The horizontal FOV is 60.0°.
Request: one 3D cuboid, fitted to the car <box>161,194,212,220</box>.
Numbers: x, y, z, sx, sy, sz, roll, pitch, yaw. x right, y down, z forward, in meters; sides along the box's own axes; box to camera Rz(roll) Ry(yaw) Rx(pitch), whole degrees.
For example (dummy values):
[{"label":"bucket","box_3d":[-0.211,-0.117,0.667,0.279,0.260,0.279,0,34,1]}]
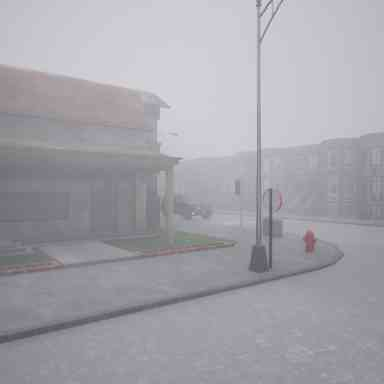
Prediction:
[{"label":"car","box_3d":[-0.621,1.222,28.676,2.150,2.045,5.566,0,0,-35]}]
